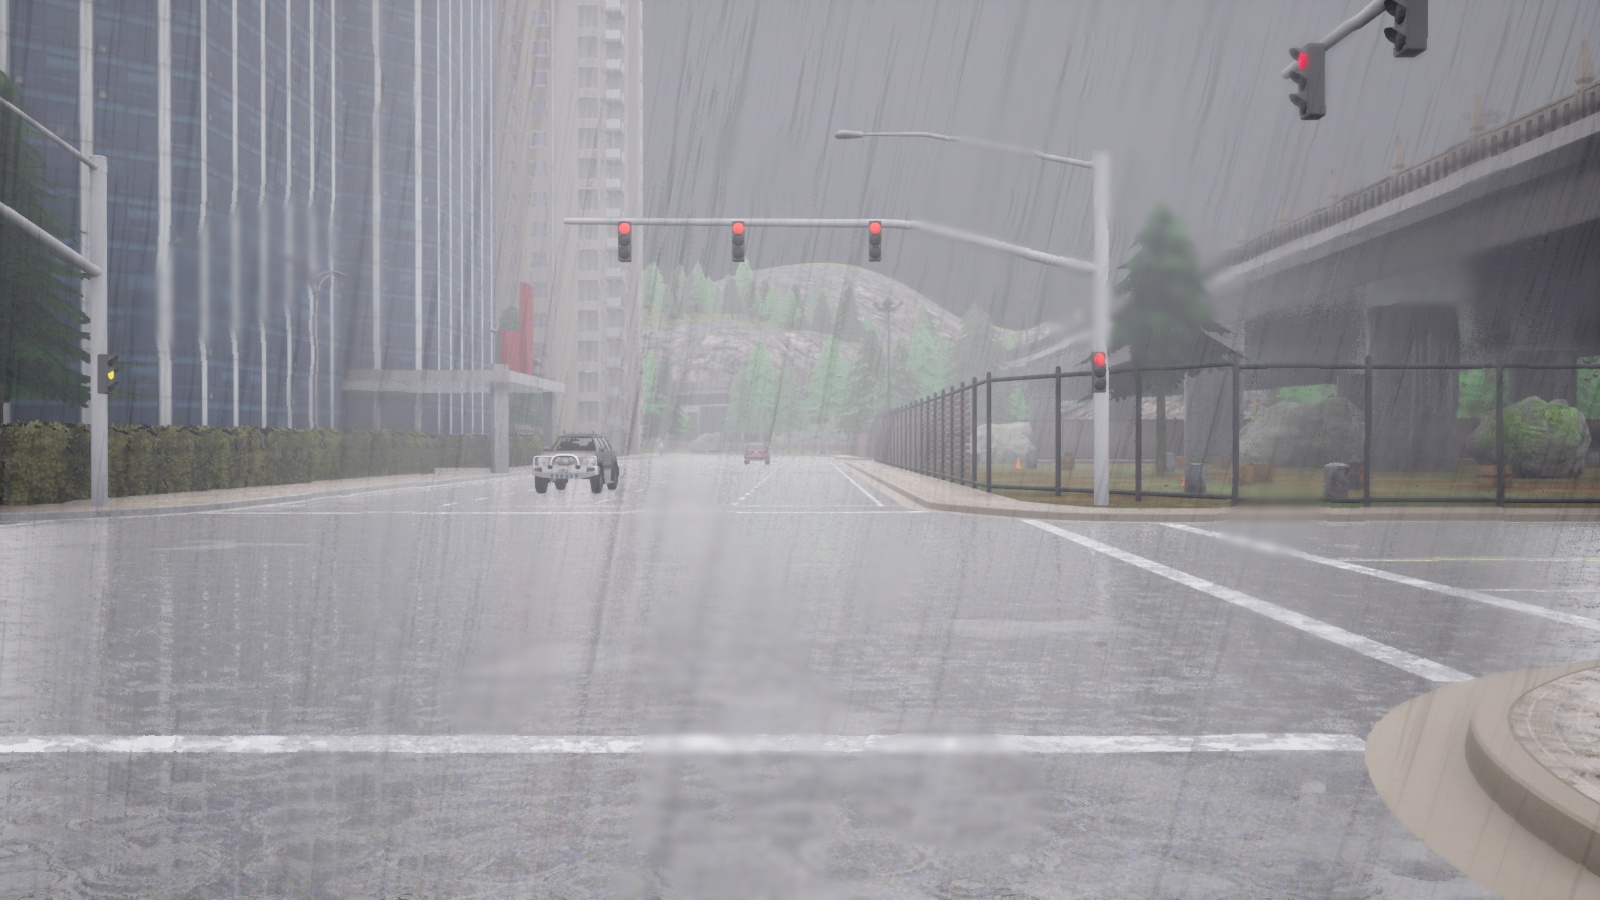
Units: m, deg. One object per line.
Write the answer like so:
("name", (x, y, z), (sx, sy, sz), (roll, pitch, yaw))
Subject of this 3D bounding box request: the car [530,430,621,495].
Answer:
("car", (-6.765, 0.341, 38.320), (1.932, 1.855, 4.605), (0, 0, 0))

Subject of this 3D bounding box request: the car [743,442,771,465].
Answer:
("car", (-2.985, 0.229, 87.800), (1.789, 1.549, 3.705), (0, 1, 0))
